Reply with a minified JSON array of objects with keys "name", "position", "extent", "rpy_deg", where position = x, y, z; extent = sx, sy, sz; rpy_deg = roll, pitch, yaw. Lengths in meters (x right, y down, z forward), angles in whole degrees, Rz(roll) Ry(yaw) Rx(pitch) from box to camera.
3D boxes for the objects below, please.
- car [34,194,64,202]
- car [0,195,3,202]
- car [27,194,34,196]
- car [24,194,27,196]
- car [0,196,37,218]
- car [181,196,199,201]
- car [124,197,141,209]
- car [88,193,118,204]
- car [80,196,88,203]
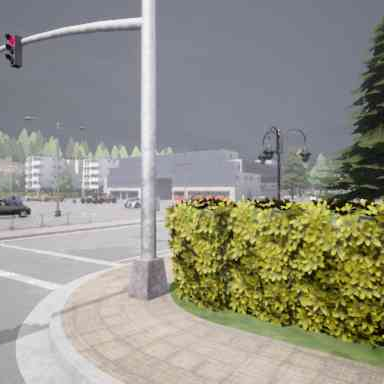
[{"name":"car","position":[-28.473,1.153,67.182],"extent":[2.152,1.636,5.027],"rpy_deg":[0,0,35]},{"name":"car","position":[-40.959,1.298,66.949],"extent":[2.007,1.523,4.514],"rpy_deg":[0,0,35]},{"name":"car","position":[-33.909,1.232,70.609],"extent":[1.970,1.475,3.806],"rpy_deg":[0,0,35]},{"name":"car","position":[-23.108,1.319,41.238],"extent":[1.845,1.501,3.633],"rpy_deg":[0,0,35]},{"name":"car","position":[-15.235,1.339,26.386],"extent":[2.007,1.523,4.514],"rpy_deg":[0,0,35]},{"name":"car","position":[-0.269,1.374,47.688],"extent":[1.845,1.501,3.633],"rpy_deg":[0,0,35]},{"name":"car","position":[-6.975,1.384,43.332],"extent":[1.970,1.475,3.806],"rpy_deg":[0,0,35]},{"name":"car","position":[-15.392,1.097,58.489],"extent":[1.932,1.855,4.605],"rpy_deg":[0,0,35]},{"name":"car","position":[-18.006,1.077,59.823],"extent":[1.905,1.878,3.866],"rpy_deg":[0,0,35]}]
